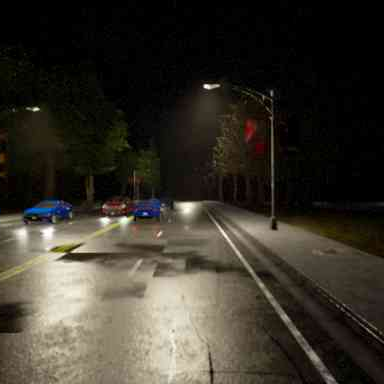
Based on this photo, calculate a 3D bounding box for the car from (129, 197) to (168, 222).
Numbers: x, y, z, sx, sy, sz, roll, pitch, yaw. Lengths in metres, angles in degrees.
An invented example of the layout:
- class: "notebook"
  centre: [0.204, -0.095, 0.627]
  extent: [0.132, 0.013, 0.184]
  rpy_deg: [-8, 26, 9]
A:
- class: "car"
  centre: [-3.150, 1.320, 24.952]
  extent: [1.882, 1.535, 5.008]
  rpy_deg: [0, 0, 0]

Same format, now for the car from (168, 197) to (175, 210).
- class: "car"
  centre: [-3.150, 1.316, 40.901]
  extent: [1.882, 1.535, 5.008]
  rpy_deg: [0, 0, 0]

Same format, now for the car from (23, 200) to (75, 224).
- class: "car"
  centre: [-9.839, 1.326, 23.231]
  extent: [1.882, 1.535, 5.008]
  rpy_deg: [0, 0, 0]

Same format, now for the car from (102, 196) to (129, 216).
- class: "car"
  centre: [-6.563, 1.184, 29.865]
  extent: [2.097, 1.767, 4.553]
  rpy_deg: [0, 0, 0]
